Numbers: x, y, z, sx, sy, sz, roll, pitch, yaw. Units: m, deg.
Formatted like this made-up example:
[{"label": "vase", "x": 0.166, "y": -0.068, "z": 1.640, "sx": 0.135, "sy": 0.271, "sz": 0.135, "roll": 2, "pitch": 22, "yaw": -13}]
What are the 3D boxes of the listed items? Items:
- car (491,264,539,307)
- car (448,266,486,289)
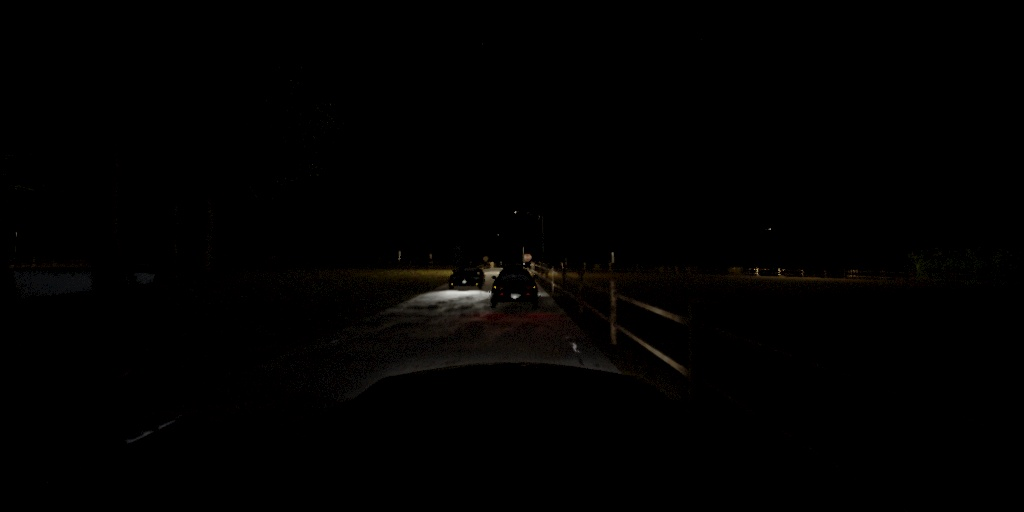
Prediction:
[{"label": "car", "x": 0.106, "y": 1.256, "z": 15.137, "sx": 1.812, "sy": 1.442, "sz": 4.674, "roll": 0, "pitch": 0, "yaw": 0}, {"label": "car", "x": -2.748, "y": 1.304, "z": 22.650, "sx": 1.994, "sy": 1.385, "sz": 4.181, "roll": 0, "pitch": 0, "yaw": 0}]
